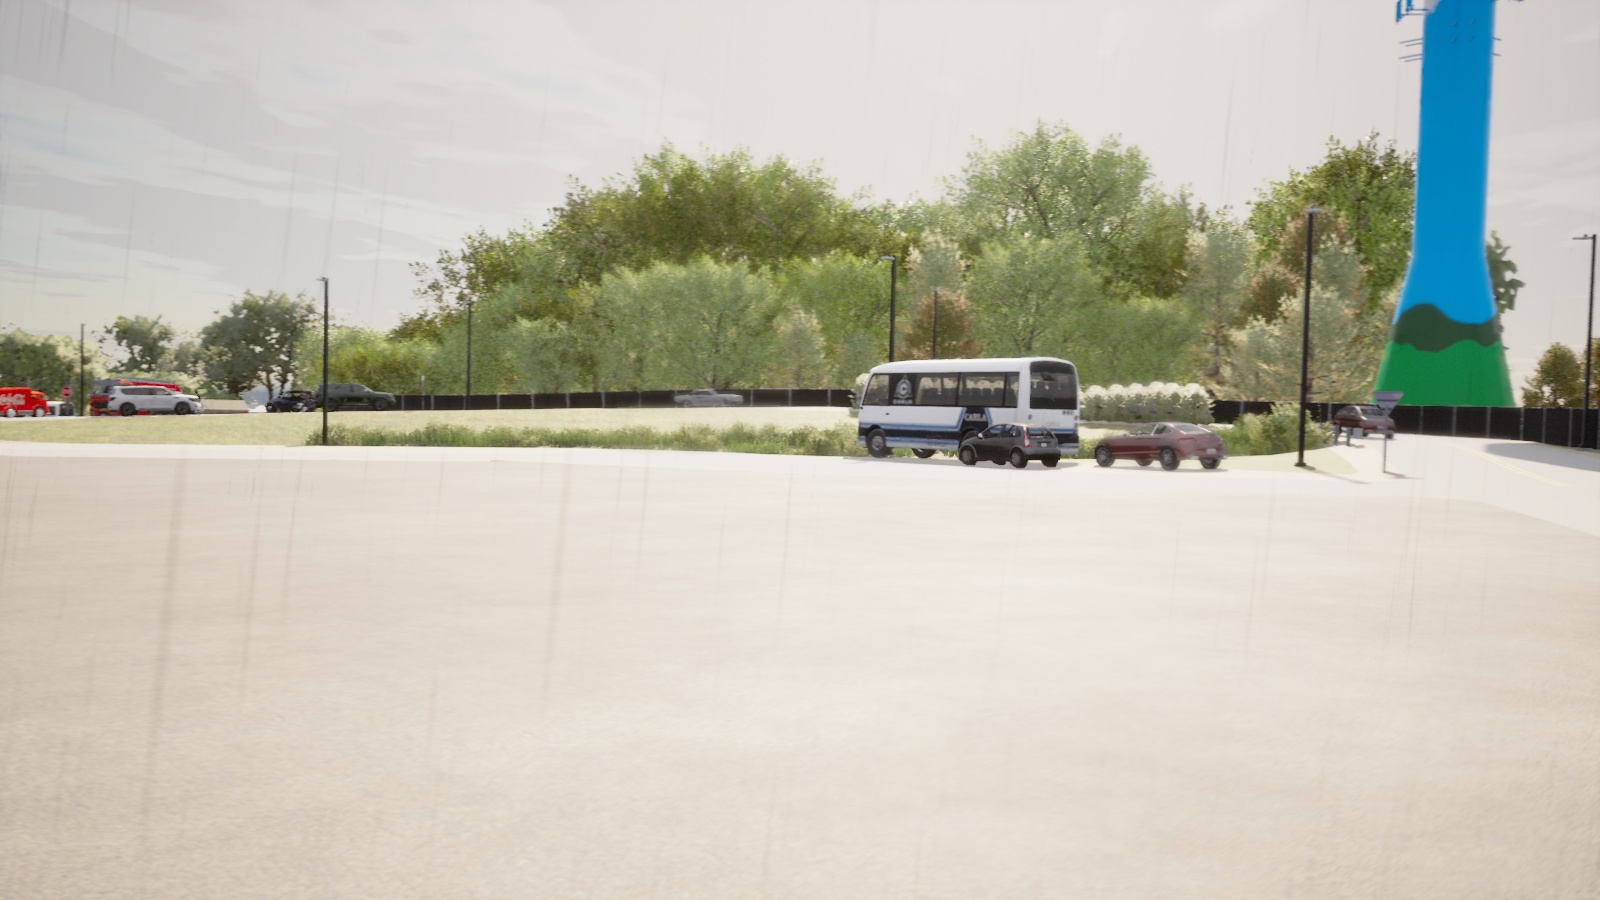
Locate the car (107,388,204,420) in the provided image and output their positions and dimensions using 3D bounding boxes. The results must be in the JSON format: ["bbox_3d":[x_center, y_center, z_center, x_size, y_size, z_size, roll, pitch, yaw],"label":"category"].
[{"bbox_3d":[-43.390,-3.116,84.719,5.566,2.045,2.150,-2,3,-21],"label":"car"}]

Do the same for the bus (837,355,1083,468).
[{"bbox_3d":[6.386,-1.643,52.249,3.944,4.253,10.273,0,2,-38],"label":"bus"}]

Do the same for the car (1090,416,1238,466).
[{"bbox_3d":[12.640,-0.368,43.988,2.152,1.651,5.027,-1,2,-26],"label":"car"}]

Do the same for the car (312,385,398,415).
[{"bbox_3d":[-31.512,-3.548,89.131,5.566,2.045,2.150,-2,2,-17],"label":"car"}]

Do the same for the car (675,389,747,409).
[{"bbox_3d":[-6.278,-3.575,88.654,4.718,1.301,1.895,0,2,15],"label":"car"}]

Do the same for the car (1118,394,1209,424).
[{"bbox_3d":[21.654,-2.473,75.017,2.033,1.649,4.856,-1,4,-41],"label":"car"}]

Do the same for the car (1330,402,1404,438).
[{"bbox_3d":[27.381,-1.460,60.772,1.789,1.549,3.705,1,4,0],"label":"car"}]

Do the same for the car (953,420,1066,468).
[{"bbox_3d":[7.559,-0.258,45.567,1.851,1.617,3.988,-1,2,-32],"label":"car"}]
